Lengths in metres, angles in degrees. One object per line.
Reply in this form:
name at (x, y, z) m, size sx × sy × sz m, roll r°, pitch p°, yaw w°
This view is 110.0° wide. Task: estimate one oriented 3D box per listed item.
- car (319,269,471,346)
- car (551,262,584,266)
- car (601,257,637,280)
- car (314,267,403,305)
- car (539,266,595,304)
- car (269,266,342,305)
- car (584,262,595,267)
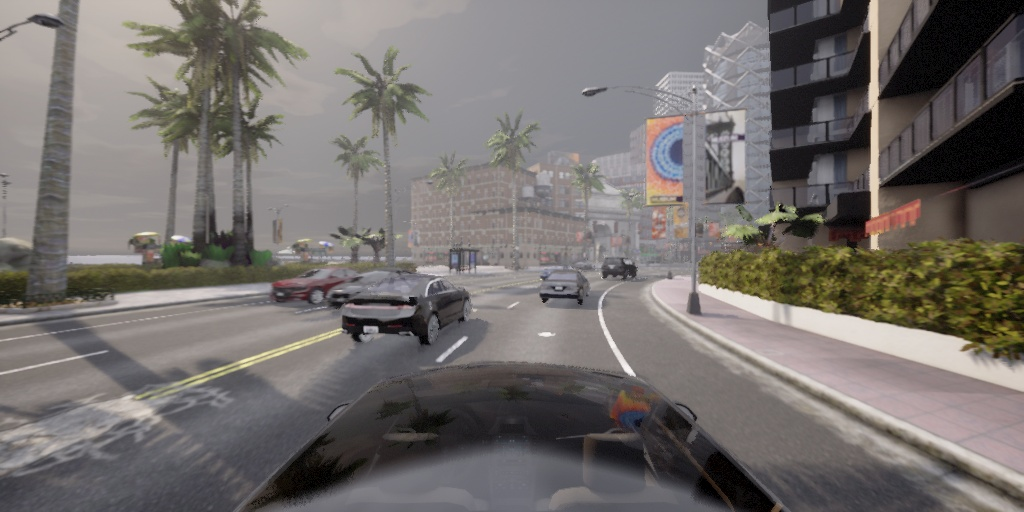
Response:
car at (-2.464, 1.257, 9.534) m, size 2.128 × 1.511 × 4.902 m, roll 0°, pitch 0°, yaw 8°
car at (4.091, 1.425, 30.318) m, size 2.033 × 1.411 × 5.357 m, roll 0°, pitch 0°, yaw 27°
car at (10.291, 1.147, 34.164) m, size 2.150 × 2.045 × 5.566 m, roll 0°, pitch 0°, yaw 32°
car at (-5.298, 1.273, 14.572) m, size 1.837 × 1.490 × 4.892 m, roll 0°, pitch 0°, yaw 13°
car at (2.610, 1.368, 17.011) m, size 2.033 × 1.411 × 5.357 m, roll 0°, pitch 0°, yaw 16°
car at (-8.460, 1.236, 16.446) m, size 1.882 × 1.535 × 5.008 m, roll 0°, pitch 0°, yaw 14°
car at (10.343, 1.541, 52.500) m, size 2.033 × 1.411 × 5.357 m, roll 0°, pitch 0°, yaw 38°
